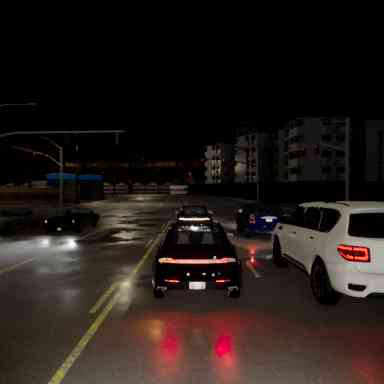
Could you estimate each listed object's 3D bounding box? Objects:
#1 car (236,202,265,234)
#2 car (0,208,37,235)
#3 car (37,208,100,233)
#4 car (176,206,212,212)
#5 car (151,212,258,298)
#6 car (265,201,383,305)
[{"bbox_3d":[3.609,1.328,17.663,2.097,1.767,4.553,0,0,0],"label":"car"},{"bbox_3d":[-10.498,1.604,19.022,1.895,1.301,4.718,0,0,0],"label":"car"},{"bbox_3d":[-6.990,1.631,19.710,1.895,1.301,4.718,0,0,0],"label":"car"},{"bbox_3d":[0.111,1.473,17.940,2.128,1.511,4.902,0,0,0],"label":"car"},{"bbox_3d":[0.102,1.499,8.527,2.128,1.511,4.902,0,0,0],"label":"car"},{"bbox_3d":[3.594,1.220,8.240,2.150,2.045,5.566,0,0,0],"label":"car"}]
